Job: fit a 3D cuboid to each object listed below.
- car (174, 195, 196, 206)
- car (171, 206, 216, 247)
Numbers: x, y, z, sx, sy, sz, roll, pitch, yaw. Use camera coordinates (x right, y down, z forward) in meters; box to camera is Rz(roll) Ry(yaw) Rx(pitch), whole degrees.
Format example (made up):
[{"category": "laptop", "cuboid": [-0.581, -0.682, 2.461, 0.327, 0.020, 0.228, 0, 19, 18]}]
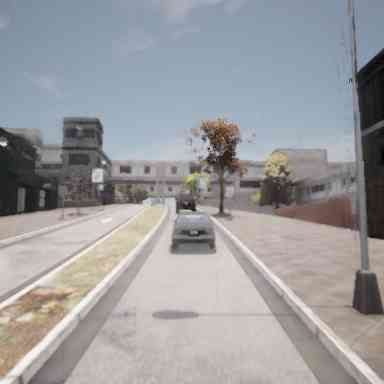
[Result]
[{"category": "car", "cuboid": [-0.759, 1.325, 37.085, 2.150, 2.045, 5.566, 0, 0, -3]}, {"category": "car", "cuboid": [0.026, 1.592, 15.128, 2.033, 1.411, 5.357, 0, 0, -1]}]
